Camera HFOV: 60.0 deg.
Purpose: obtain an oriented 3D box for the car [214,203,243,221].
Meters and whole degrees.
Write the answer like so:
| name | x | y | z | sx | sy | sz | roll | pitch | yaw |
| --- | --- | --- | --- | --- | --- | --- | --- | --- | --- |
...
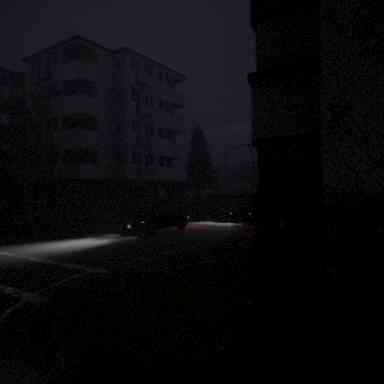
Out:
| name | x | y | z | sx | sy | sz | roll | pitch | yaw |
| --- | --- | --- | --- | --- | --- | --- | --- | --- | --- |
| car | 3.717 | 1.704 | 28.983 | 1.812 | 1.442 | 4.674 | -1 | -1 | 35 |

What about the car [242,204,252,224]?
| name | x | y | z | sx | sy | sz | roll | pitch | yaw |
| --- | --- | --- | --- | --- | --- | --- | --- | --- | --- |
| car | 5.925 | 1.656 | 25.700 | 1.812 | 1.442 | 4.674 | -1 | -1 | 35 |

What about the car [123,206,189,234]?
| name | x | y | z | sx | sy | sz | roll | pitch | yaw |
| --- | --- | --- | --- | --- | --- | --- | --- | --- | --- |
| car | -2.132 | 1.669 | 20.584 | 2.128 | 1.511 | 4.902 | -1 | -1 | 35 |
